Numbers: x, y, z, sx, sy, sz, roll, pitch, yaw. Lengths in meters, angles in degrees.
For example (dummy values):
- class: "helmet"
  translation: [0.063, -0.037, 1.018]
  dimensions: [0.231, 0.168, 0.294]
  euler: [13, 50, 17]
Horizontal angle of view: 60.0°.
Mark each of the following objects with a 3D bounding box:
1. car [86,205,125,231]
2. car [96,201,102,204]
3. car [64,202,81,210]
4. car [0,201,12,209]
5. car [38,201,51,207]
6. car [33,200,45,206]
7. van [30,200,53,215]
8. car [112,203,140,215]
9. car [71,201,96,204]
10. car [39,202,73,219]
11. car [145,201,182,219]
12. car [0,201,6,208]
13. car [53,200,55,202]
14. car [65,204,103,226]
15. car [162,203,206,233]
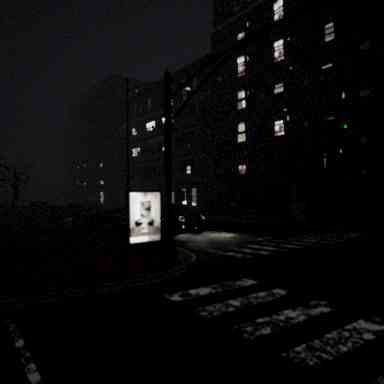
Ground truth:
- class: "car"
  translation: [-5.460, 1.886, 23.212]
  dimensions: [2.008, 1.369, 4.403]
  euler: [-2, 0, -36]
- class: "car"
  translation: [-14.947, 2.116, 50.744]
  dimensions: [1.967, 1.590, 4.097]
  euler: [-2, 0, -36]
- class: "car"
  translation: [-21.495, 2.421, 59.751]
  dimensions: [1.802, 1.307, 4.206]
  euler: [-2, 0, -36]
- class: "car"
  translation: [-38.097, 2.702, 68.340]
  dimensions: [2.008, 1.369, 4.403]
  euler: [-2, 0, -36]
- class: "car"
  translation: [-34.592, 2.733, 77.771]
  dimensions: [1.947, 1.339, 4.313]
  euler: [-2, 0, -36]
- class: "car"
  translation: [-37.867, 2.794, 82.276]
  dimensions: [1.887, 1.381, 4.507]
  euler: [-2, 0, -36]
- class: "van"
  translation: [-19.762, 2.033, 43.057]
  dimensions: [1.690, 1.788, 3.998]
  euler: [-2, 0, -36]
- class: "car"
  translation: [-8.335, 2.094, 41.778]
  dimensions: [1.802, 1.307, 4.206]
  euler: [-2, 0, -36]
- class: "car"
  translation: [-13.088, 2.063, 38.374]
  dimensions: [1.837, 1.490, 4.892]
  euler: [-1, -1, -36]
- class: "car"
  translation: [-14.829, 2.113, 36.181]
  dimensions: [1.887, 1.381, 4.507]
  euler: [-2, 0, -36]
- class: "car"
  translation: [-3.064, 1.821, 34.605]
  dimensions: [1.967, 1.590, 4.097]
  euler: [-2, 0, -36]
- class: "car"
  translation: [-44.646, 2.860, 77.350]
  dimensions: [1.887, 1.381, 4.507]
  euler: [-2, 0, -36]
- class: "car"
  translation: [-31.321, 2.525, 73.266]
  dimensions: [1.967, 1.590, 4.097]
  euler: [-2, 0, -36]
- class: "car"
  translation: [-8.734, 1.968, 27.717]
  dimensions: [2.008, 1.369, 4.403]
  euler: [-2, 0, -36]
- class: "car"
  translation: [-1.066, 1.612, 21.808]
  dimensions: [2.097, 1.767, 4.553]
  euler: [-1, -1, -36]
